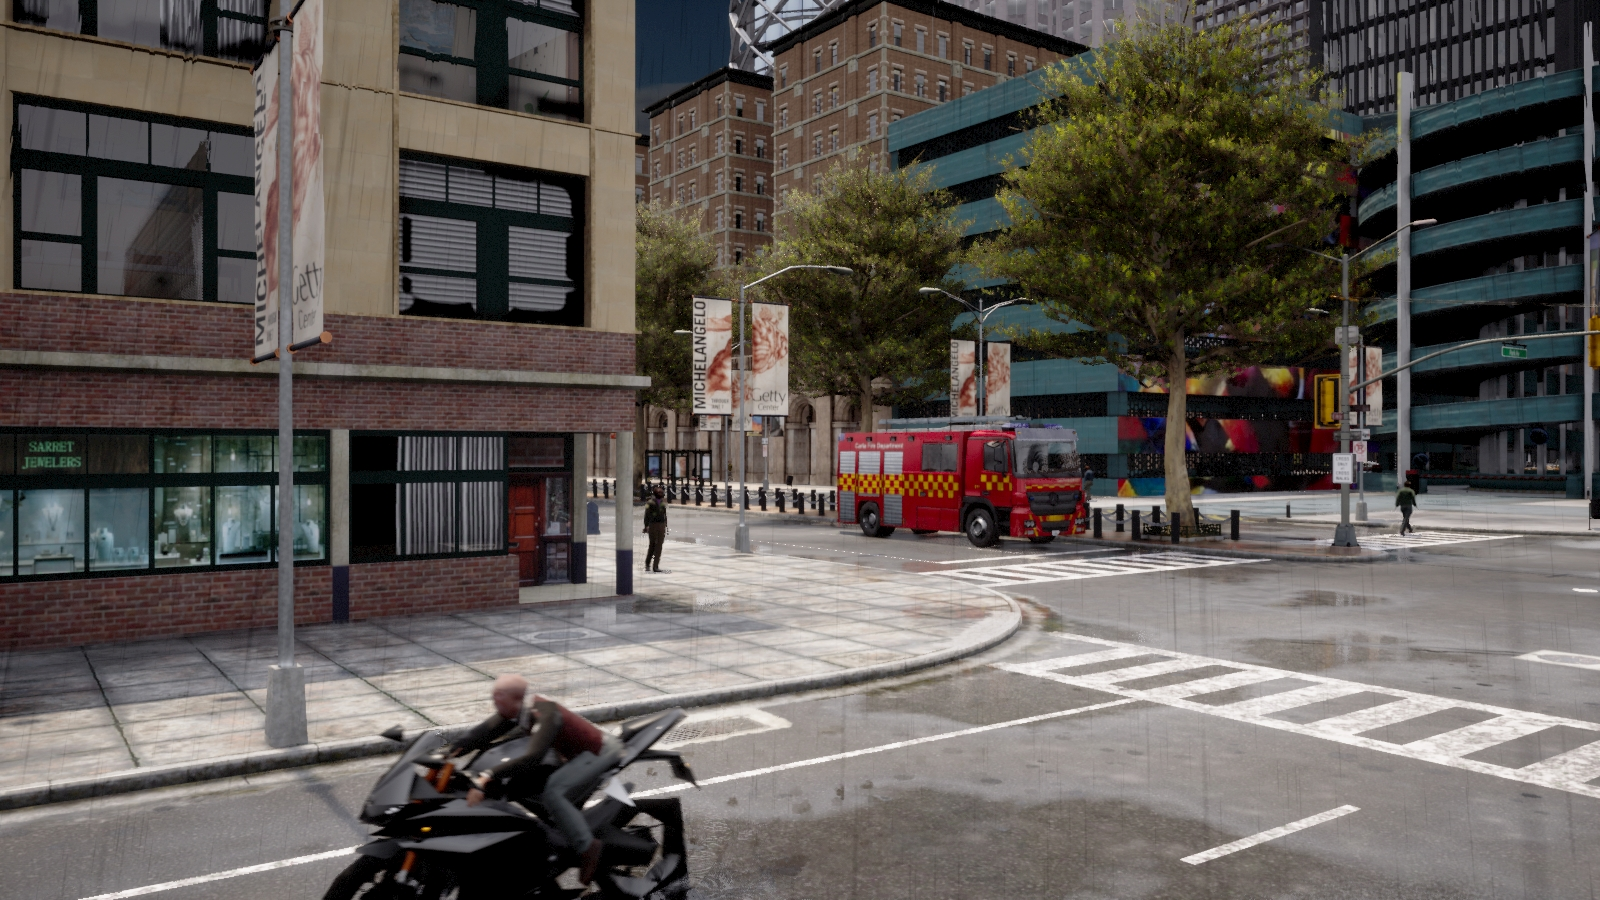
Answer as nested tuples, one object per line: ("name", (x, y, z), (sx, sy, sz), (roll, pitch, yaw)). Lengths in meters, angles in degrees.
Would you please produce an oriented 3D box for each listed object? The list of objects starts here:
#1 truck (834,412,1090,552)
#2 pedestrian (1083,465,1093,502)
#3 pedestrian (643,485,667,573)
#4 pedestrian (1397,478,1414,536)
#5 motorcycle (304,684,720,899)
("truck", (4.745, 0.881, 35.550), (2.891, 3.827, 8.468), (0, 0, -35))
("pedestrian", (14.557, 1.679, 57.738), (0.375, 1.860, 0.375), (0, 0, -31))
("pedestrian", (-3.119, 1.691, 24.561), (0.375, 1.860, 0.375), (0, 0, -37))
("pedestrian", (19.594, 1.834, 36.955), (0.375, 1.860, 0.375), (0, 0, -42))
("motorcycle", (-1.648, 2.203, 6.724), (2.209, 1.251, 0.867), (0, 0, -34))
